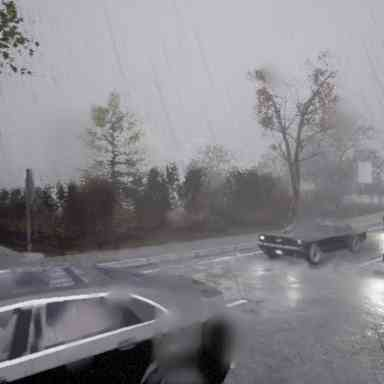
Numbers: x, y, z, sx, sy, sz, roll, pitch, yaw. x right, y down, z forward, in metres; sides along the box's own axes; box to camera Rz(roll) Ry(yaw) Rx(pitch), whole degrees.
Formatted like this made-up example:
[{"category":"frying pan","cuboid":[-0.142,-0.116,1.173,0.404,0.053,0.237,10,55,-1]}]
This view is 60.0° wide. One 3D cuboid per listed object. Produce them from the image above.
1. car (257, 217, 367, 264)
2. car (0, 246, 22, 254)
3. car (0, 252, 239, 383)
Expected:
[{"category":"car","cuboid":[4.504,1.637,12.197,4.718,1.301,1.895,0,0,-40]},{"category":"car","cuboid":[-4.787,1.530,5.016,4.892,1.490,1.837,1,-1,-36]},{"category":"car","cuboid":[-1.788,1.505,2.869,4.902,1.511,2.128,0,0,-36]}]
